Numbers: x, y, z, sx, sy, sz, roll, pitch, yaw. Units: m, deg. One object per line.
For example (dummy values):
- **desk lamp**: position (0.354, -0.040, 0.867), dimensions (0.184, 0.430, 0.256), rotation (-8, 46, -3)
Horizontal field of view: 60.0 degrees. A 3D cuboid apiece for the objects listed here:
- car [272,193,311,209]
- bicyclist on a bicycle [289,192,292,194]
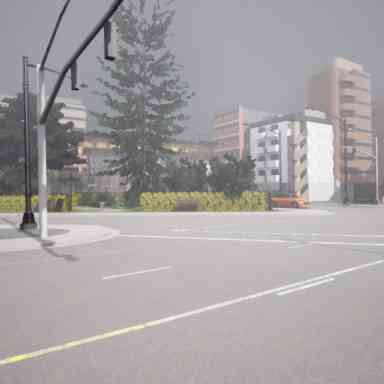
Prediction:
- **car**: position (11.237, 0.958, 37.968), dimensions (2.097, 1.767, 4.553), rotation (-1, 1, -35)
- **bicyclist on a bicycle**: position (14.017, 0.779, 47.087), dimensions (1.656, 1.620, 0.582), rotation (-1, 1, -35)
